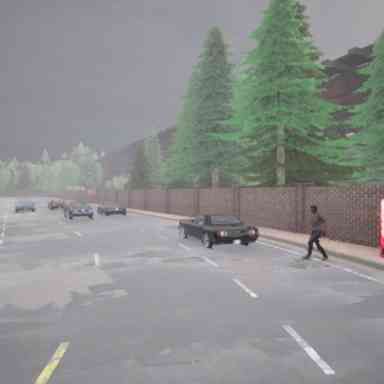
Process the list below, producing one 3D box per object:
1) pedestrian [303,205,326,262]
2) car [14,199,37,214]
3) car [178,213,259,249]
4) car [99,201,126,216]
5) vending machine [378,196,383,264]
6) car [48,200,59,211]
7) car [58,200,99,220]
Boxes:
[{"bbox_3d":[3.890,1.287,10.558,0.375,1.860,0.375,0,0,-14],"label":"pedestrian"},{"bbox_3d":[-18.035,1.507,35.942,1.812,1.442,4.674,0,0,-28],"label":"car"},{"bbox_3d":[0.927,1.592,14.713,1.895,1.301,4.718,0,0,-21],"label":"car"},{"bbox_3d":[-7.805,1.546,32.120,1.994,1.385,4.181,0,0,-28],"label":"car"},{"bbox_3d":[6.508,1.188,10.190,1.100,2.100,0.880,0,0,-12],"label":"vending machine"},{"bbox_3d":[-16.707,1.579,41.242,1.895,1.301,4.718,0,0,-28],"label":"car"},{"bbox_3d":[-9.787,1.532,28.462,2.033,1.411,5.357,0,0,-28],"label":"car"}]
